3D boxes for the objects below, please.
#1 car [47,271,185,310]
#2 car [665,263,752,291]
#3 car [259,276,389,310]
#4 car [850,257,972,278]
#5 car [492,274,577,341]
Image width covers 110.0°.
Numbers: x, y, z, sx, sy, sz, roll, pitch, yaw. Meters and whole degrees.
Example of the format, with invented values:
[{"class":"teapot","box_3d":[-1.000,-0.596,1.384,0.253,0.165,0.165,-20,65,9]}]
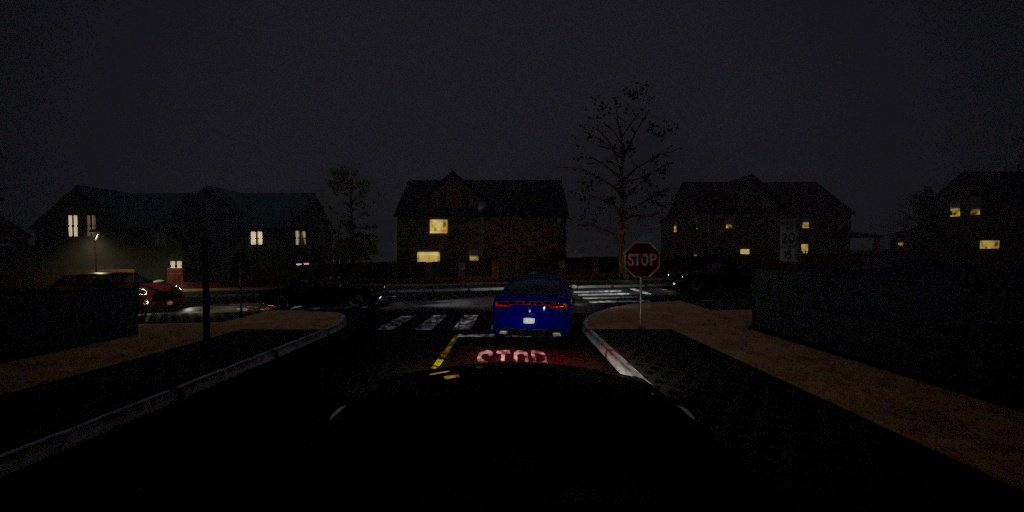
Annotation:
[{"class":"car","box_3d":[-16.807,1.472,15.251,4.553,1.767,2.097,-1,1,0]},{"class":"car","box_3d":[10.401,1.034,18.202,4.718,1.301,1.895,-1,1,-1]},{"class":"car","box_3d":[-7.820,1.506,15.263,4.718,1.301,1.895,-1,1,0]},{"class":"car","box_3d":[20.046,0.753,18.243,5.357,1.411,2.033,-1,1,0]},{"class":"car","box_3d":[0.781,1.226,10.061,1.882,1.535,5.008,0,0,10]}]
